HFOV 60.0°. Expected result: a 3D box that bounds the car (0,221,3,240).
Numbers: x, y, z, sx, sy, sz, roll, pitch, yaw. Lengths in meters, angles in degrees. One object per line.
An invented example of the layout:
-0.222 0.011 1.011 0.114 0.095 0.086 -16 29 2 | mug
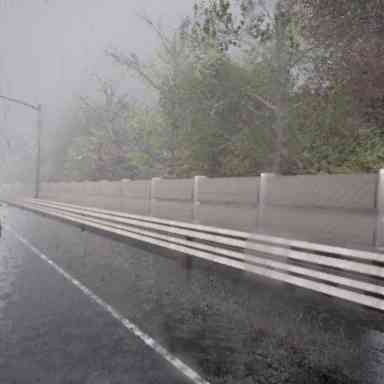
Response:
-9.772 1.327 14.900 1.994 1.385 4.181 2 0 -35 | car
